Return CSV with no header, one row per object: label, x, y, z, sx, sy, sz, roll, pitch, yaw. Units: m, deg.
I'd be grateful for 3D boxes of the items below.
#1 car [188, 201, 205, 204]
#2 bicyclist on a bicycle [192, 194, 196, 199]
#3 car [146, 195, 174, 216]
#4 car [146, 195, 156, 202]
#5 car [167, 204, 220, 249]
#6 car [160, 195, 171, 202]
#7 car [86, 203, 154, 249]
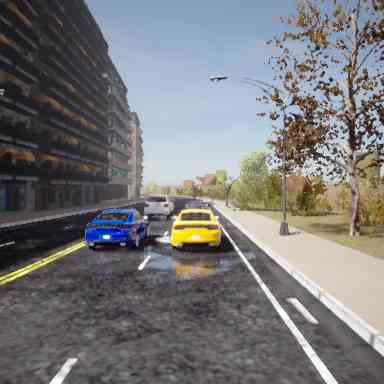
car,0.402,1.499,29.531,2.128,1.511,4.902,0,0,1
bicyclist on a bicycle,0.874,1.479,90.602,0.582,1.620,1.656,0,0,-3
car,-2.848,1.261,29.609,2.150,2.045,5.566,0,0,1
car,-9.241,1.474,75.889,1.812,1.442,4.674,0,0,-1
car,0.176,1.485,14.532,1.882,1.535,5.008,0,0,1
car,-5.992,1.473,75.992,2.128,1.511,4.902,0,0,-1
car,-3.073,1.485,14.580,1.882,1.535,5.008,0,0,1
